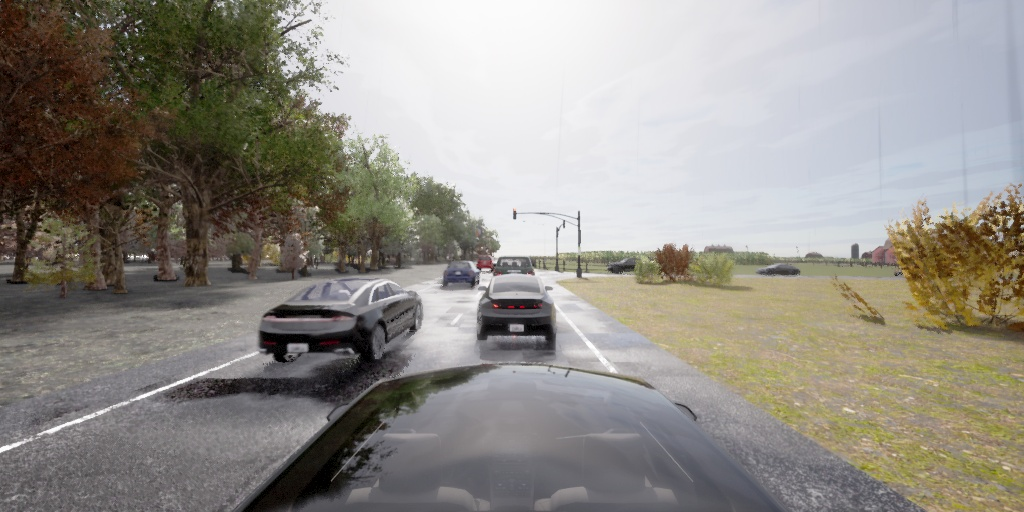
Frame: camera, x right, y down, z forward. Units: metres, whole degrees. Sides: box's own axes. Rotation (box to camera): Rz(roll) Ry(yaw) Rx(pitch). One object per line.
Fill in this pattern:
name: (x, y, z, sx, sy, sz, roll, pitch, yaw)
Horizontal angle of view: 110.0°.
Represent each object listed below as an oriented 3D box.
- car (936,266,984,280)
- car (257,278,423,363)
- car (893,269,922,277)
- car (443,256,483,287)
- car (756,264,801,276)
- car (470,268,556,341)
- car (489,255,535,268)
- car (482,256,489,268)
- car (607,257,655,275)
car: (48.935, 1.807, 39.221, 4.674, 1.442, 1.812, 1, -1, 0)
car: (-3.400, 1.243, 8.118, 2.128, 1.511, 4.902, 0, 0, 0)
car: (48.554, 1.815, 42.770, 5.008, 1.535, 1.882, 1, -1, 1)
car: (-3.397, 1.107, 24.808, 2.097, 1.767, 4.553, 0, 0, 0)
car: (31.822, 1.680, 42.895, 4.674, 1.442, 1.812, 1, -1, 0)
car: (0.101, 1.257, 9.895, 1.837, 1.490, 4.892, 0, 0, 0)
car: (0.104, 0.976, 19.810, 2.150, 2.045, 5.566, 0, 0, 0)
car: (-3.396, 0.979, 47.380, 2.150, 2.045, 5.566, 0, 0, 0)
car: (14.345, 1.189, 43.140, 5.566, 2.045, 2.150, 1, -1, 2)
